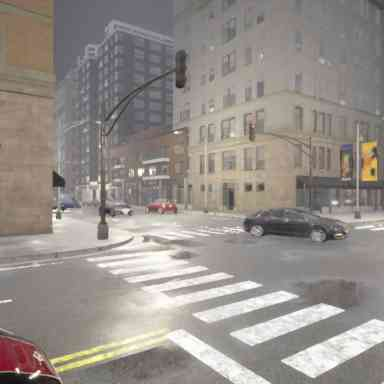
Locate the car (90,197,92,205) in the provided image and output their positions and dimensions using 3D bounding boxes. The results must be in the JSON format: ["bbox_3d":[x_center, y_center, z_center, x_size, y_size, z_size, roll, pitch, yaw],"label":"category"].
[{"bbox_3d":[-12.651,1.558,47.556,1.802,1.307,4.206,0,0,-35],"label":"car"}]

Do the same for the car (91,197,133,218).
[{"bbox_3d":[-6.961,1.458,29.950,2.128,1.511,4.902,0,0,-35],"label":"car"}]

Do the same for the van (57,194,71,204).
[{"bbox_3d":[-25.213,1.327,65.390,1.690,1.788,3.998,0,0,-35],"label":"van"}]

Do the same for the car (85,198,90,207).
[{"bbox_3d":[-15.889,1.502,52.153,1.752,1.417,4.829,0,0,-35],"label":"car"}]

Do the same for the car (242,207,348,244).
[{"bbox_3d":[4.788,1.500,15.920,4.892,1.490,1.837,-1,1,37],"label":"car"}]

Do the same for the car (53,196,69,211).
[{"bbox_3d":[-16.072,1.516,38.479,1.947,1.339,4.313,0,0,-35],"label":"car"}]

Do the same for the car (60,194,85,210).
[{"bbox_3d":[-15.661,1.436,42.324,1.882,1.535,5.008,0,0,-35],"label":"car"}]

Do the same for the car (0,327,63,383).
[{"bbox_3d":[-2.864,1.352,1.426,4.553,1.767,2.097,0,0,-36],"label":"car"}]

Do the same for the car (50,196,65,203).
[{"bbox_3d":[-28.354,1.555,69.848,1.947,1.339,4.313,0,0,-35],"label":"car"}]

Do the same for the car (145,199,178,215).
[{"bbox_3d":[-3.228,1.423,34.181,1.967,1.590,4.097,0,0,-35],"label":"car"}]
